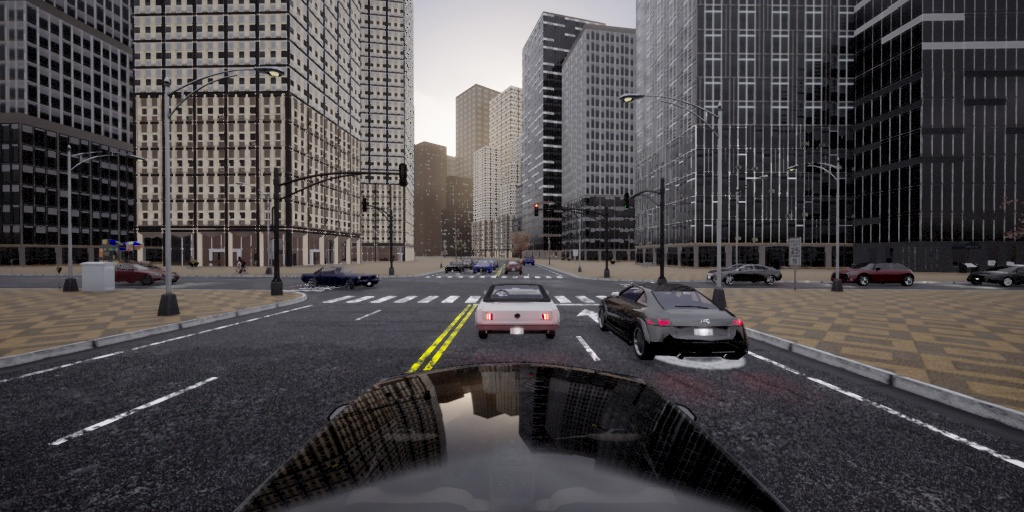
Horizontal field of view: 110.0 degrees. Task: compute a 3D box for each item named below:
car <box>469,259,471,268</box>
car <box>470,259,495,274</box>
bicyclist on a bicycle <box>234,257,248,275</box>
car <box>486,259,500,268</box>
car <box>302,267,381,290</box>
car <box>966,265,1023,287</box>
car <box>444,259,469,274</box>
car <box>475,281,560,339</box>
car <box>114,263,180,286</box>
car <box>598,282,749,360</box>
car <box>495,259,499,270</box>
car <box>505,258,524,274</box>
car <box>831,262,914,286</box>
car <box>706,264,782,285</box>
[{"bbox_3d":[-6.473,1.204,51.696,1.837,1.490,4.892,0,0,0],"label":"car"},{"bbox_3d":[-3.252,1.197,40.668,1.882,1.535,5.008,0,0,0],"label":"car"},{"bbox_3d":[-24.630,0.871,32.559,0.582,1.620,1.656,0,1,2],"label":"bicyclist on a bicycle"},{"bbox_3d":[-3.204,1.229,60.391,2.033,1.411,5.357,0,0,0],"label":"car"},{"bbox_3d":[-10.485,1.322,22.082,4.718,1.301,1.895,0,0,22],"label":"car"},{"bbox_3d":[35.860,1.401,25.715,4.892,1.490,1.837,0,0,1],"label":"car"},{"bbox_3d":[-6.502,1.320,41.345,1.895,1.301,4.718,0,0,0],"label":"car"},{"bbox_3d":[0.120,1.348,10.054,1.895,1.301,4.718,0,0,0],"label":"car"},{"bbox_3d":[-24.899,1.168,23.838,4.674,1.442,1.812,0,0,1],"label":"car"},{"bbox_3d":[3.372,1.312,8.334,1.994,1.385,4.181,0,0,0],"label":"car"},{"bbox_3d":[-3.227,1.229,50.012,1.812,1.442,4.674,0,0,0],"label":"car"},{"bbox_3d":[0.190,1.244,41.267,1.812,1.442,4.674,0,0,1],"label":"car"},{"bbox_3d":[25.959,1.203,25.951,4.553,1.767,2.097,0,0,1],"label":"car"},{"bbox_3d":[16.877,1.301,26.168,4.902,1.511,2.128,0,0,1],"label":"car"}]
